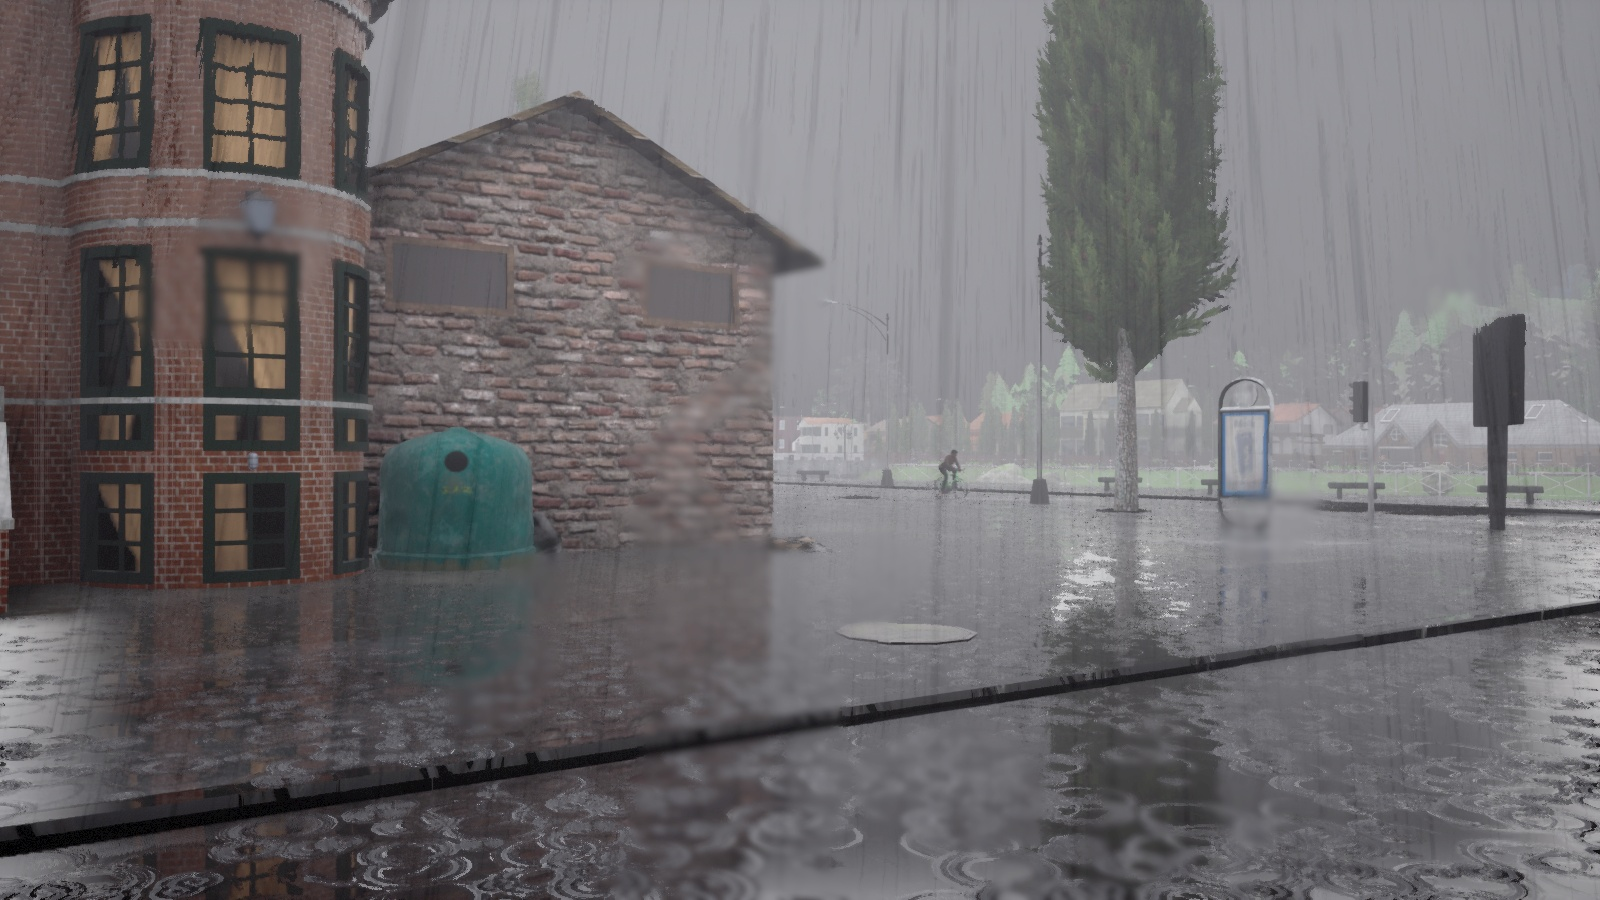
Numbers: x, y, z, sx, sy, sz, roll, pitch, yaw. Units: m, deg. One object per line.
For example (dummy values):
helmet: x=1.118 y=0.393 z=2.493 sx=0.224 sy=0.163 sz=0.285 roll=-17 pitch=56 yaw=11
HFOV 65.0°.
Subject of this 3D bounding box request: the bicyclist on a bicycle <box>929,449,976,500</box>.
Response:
bicyclist on a bicycle: x=5.017 y=0.788 z=41.289 sx=0.582 sy=1.620 sz=1.656 roll=0 pitch=0 yaw=-35
